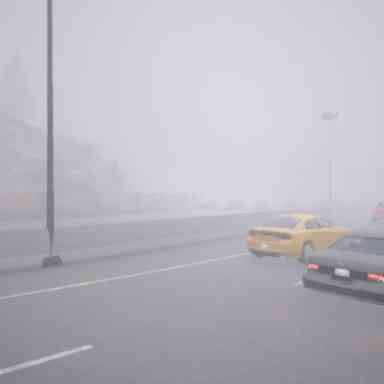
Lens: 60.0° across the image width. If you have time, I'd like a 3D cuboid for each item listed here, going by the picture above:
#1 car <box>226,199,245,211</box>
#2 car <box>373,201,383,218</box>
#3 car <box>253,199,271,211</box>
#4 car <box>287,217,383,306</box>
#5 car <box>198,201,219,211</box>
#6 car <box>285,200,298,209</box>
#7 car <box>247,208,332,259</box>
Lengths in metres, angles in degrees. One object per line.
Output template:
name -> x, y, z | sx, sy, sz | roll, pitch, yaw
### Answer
car -> 6.019, 1.796, 45.696 | 1.837, 1.490, 4.892 | 0, 0, 22
car -> 15.810, 1.457, 26.608 | 2.097, 1.767, 4.553 | -1, -1, 33
car -> 9.500, 1.772, 45.017 | 1.837, 1.490, 4.892 | 0, 0, 21
car -> 4.721, 1.582, 8.030 | 5.357, 1.411, 2.033 | 0, 0, -42
car -> 2.325, 1.876, 45.993 | 1.994, 1.385, 4.181 | 0, 0, 23
car -> 14.662, 1.815, 48.993 | 2.033, 1.411, 5.357 | 0, 0, 18
car -> 4.064, 1.545, 12.240 | 5.008, 1.535, 1.882 | 0, 0, -44
